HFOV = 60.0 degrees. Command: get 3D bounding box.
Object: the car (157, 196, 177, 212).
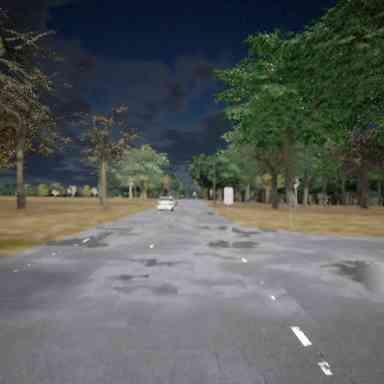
[{"bbox_3d":[-3.630,1.654,46.642,2.150,2.045,5.566,0,0,0],"label":"car"}]
